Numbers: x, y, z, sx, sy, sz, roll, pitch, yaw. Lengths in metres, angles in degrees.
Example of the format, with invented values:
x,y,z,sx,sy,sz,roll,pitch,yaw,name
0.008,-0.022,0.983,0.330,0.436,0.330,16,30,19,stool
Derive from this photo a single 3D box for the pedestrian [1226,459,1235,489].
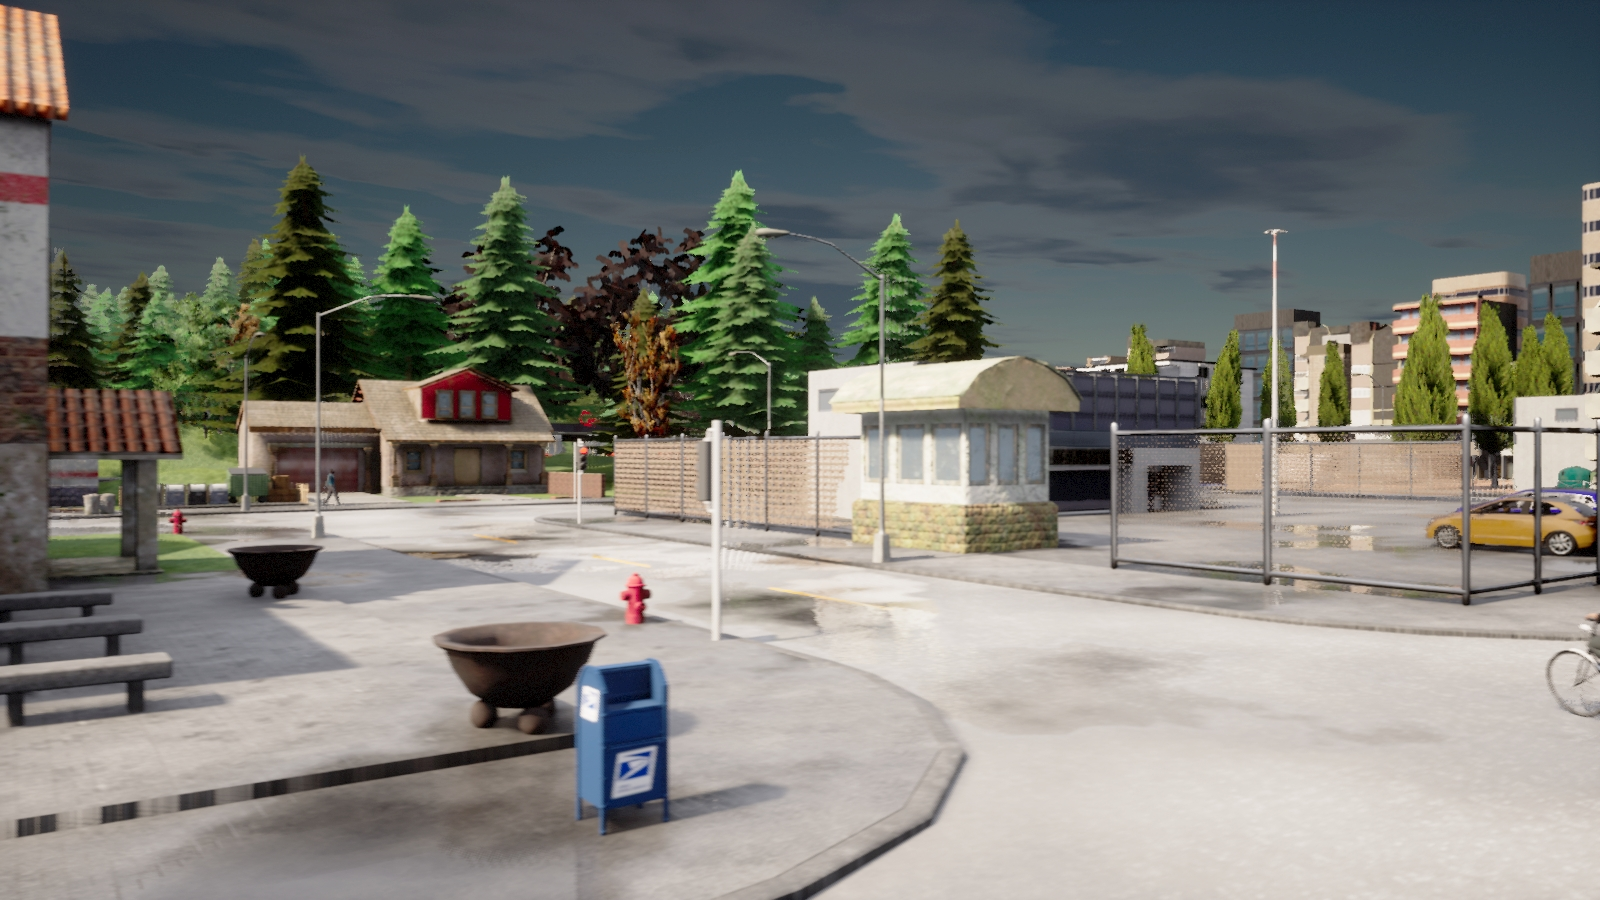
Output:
x,y,z,sx,sy,sz,roll,pitch,yaw,name
26.895,1.514,71.398,0.375,1.860,0.375,0,0,-45,pedestrian

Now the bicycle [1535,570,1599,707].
x,y,z,sx,sy,sz,roll,pitch,yaw,name
8.187,1.939,11.382,0.329,1.271,1.835,-4,1,-5,bicycle

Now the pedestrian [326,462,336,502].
x,y,z,sx,sy,sz,roll,pitch,yaw,name
-22.245,1.524,54.155,0.375,1.860,0.375,0,0,-11,pedestrian
